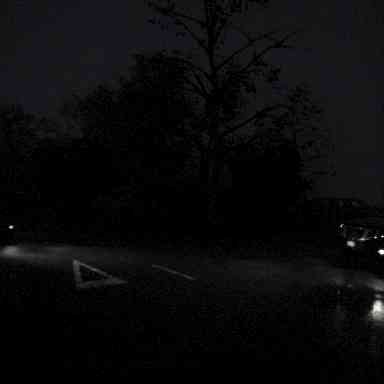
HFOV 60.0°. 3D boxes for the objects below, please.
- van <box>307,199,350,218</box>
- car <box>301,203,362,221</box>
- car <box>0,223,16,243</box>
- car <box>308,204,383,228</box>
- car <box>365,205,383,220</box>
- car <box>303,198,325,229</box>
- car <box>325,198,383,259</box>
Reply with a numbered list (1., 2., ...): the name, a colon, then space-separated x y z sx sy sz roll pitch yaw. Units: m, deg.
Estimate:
1. van: 15.479 1.846 37.923 4.442 1.987 1.878 0 -2 17
2. car: 13.573 1.904 32.797 5.366 1.575 1.946 0 -1 17
3. car: -10.106 1.599 14.665 4.718 1.301 1.895 0 0 24
4. car: 11.250 1.711 24.611 4.892 1.521 2.231 0 -1 17
5. car: 19.573 2.086 34.374 2.033 1.411 5.357 0 -2 18
6. car: 10.494 1.409 22.056 5.566 2.045 2.435 0 -1 17
7. car: 7.576 1.252 10.974 5.566 2.045 2.150 0 1 -15
